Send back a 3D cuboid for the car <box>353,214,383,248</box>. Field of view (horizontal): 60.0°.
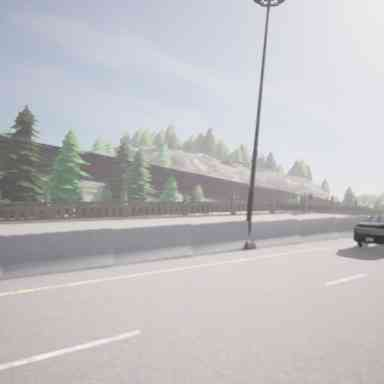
[{"bbox_3d":[9.032,1.711,14.593,4.902,1.511,2.128,1,0,-35],"label":"car"}]
